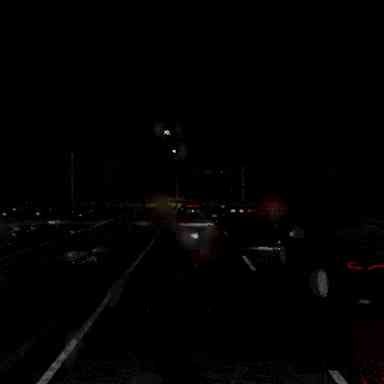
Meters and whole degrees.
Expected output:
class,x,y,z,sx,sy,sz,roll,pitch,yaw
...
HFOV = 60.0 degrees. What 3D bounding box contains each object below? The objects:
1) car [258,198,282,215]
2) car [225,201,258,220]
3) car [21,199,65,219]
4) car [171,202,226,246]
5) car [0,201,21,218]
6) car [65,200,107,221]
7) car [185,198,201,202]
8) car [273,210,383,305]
class,x,y,z,sx,sy,sz,roll,pitch,yaw
car,7.093,1.369,31.286,1.837,1.490,4.892,0,0,0
car,3.612,1.431,26.864,2.033,1.411,5.357,0,0,0
car,-11.583,1.368,27.434,2.128,1.511,4.902,0,0,0
car,0.114,1.427,14.834,2.128,1.511,4.902,0,0,0
car,-15.087,1.469,29.002,1.895,1.301,4.718,0,0,0
car,-8.082,1.407,26.427,1.812,1.442,4.674,0,0,0
car,0.094,1.367,31.191,1.837,1.490,4.892,0,0,0
car,3.594,1.443,8.143,1.882,1.535,5.008,0,0,0
